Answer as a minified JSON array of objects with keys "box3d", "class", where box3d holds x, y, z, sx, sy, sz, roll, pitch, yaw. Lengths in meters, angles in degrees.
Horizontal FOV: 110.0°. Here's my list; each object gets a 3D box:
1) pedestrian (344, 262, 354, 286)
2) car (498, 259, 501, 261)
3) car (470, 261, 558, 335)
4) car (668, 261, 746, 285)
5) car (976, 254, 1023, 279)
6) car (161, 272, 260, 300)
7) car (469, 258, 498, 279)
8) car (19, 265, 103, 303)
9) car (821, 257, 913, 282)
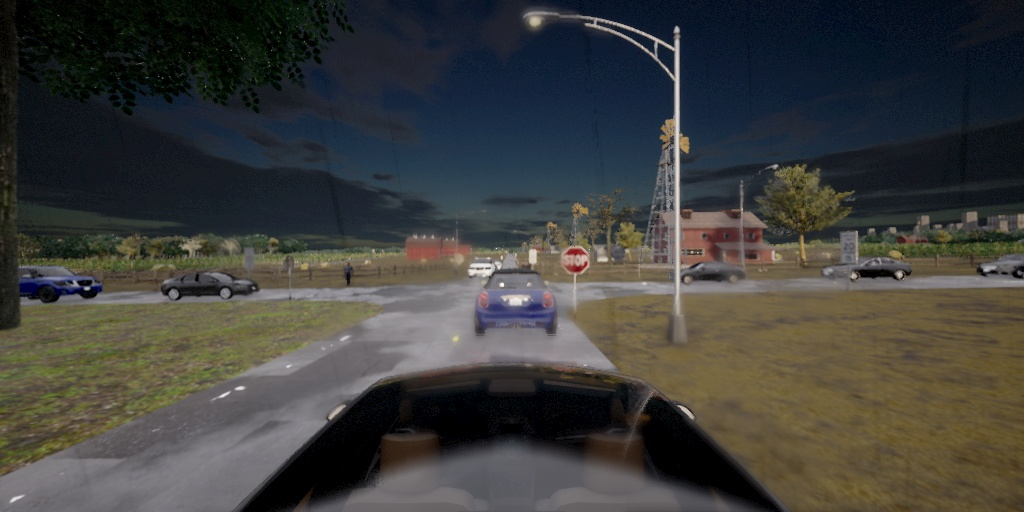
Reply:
[{"box3d":[-12.153,1.316,26.590,0.375,1.860,0.375,0,2,0],"class":"pedestrian"},{"box3d":[-2.817,1.448,59.754,2.150,2.045,5.566,0,-1,1],"class":"car"},{"box3d":[0.100,1.144,10.794,2.097,1.767,4.553,0,0,0],"class":"car"},{"box3d":[12.695,1.081,23.478,4.674,1.442,1.812,-1,1,2],"class":"car"},{"box3d":[33.377,0.629,23.316,4.902,1.511,2.128,-1,1,0],"class":"car"},{"box3d":[-17.258,1.675,20.647,4.892,1.490,1.837,-1,1,0],"class":"car"},{"box3d":[-2.898,1.173,35.764,2.150,2.045,5.566,0,0,2],"class":"car"},{"box3d":[-27.253,1.576,20.693,5.566,2.045,2.150,-1,1,1],"class":"car"},{"box3d":[23.004,0.841,23.381,4.902,1.511,2.128,-1,1,0],"class":"car"}]
